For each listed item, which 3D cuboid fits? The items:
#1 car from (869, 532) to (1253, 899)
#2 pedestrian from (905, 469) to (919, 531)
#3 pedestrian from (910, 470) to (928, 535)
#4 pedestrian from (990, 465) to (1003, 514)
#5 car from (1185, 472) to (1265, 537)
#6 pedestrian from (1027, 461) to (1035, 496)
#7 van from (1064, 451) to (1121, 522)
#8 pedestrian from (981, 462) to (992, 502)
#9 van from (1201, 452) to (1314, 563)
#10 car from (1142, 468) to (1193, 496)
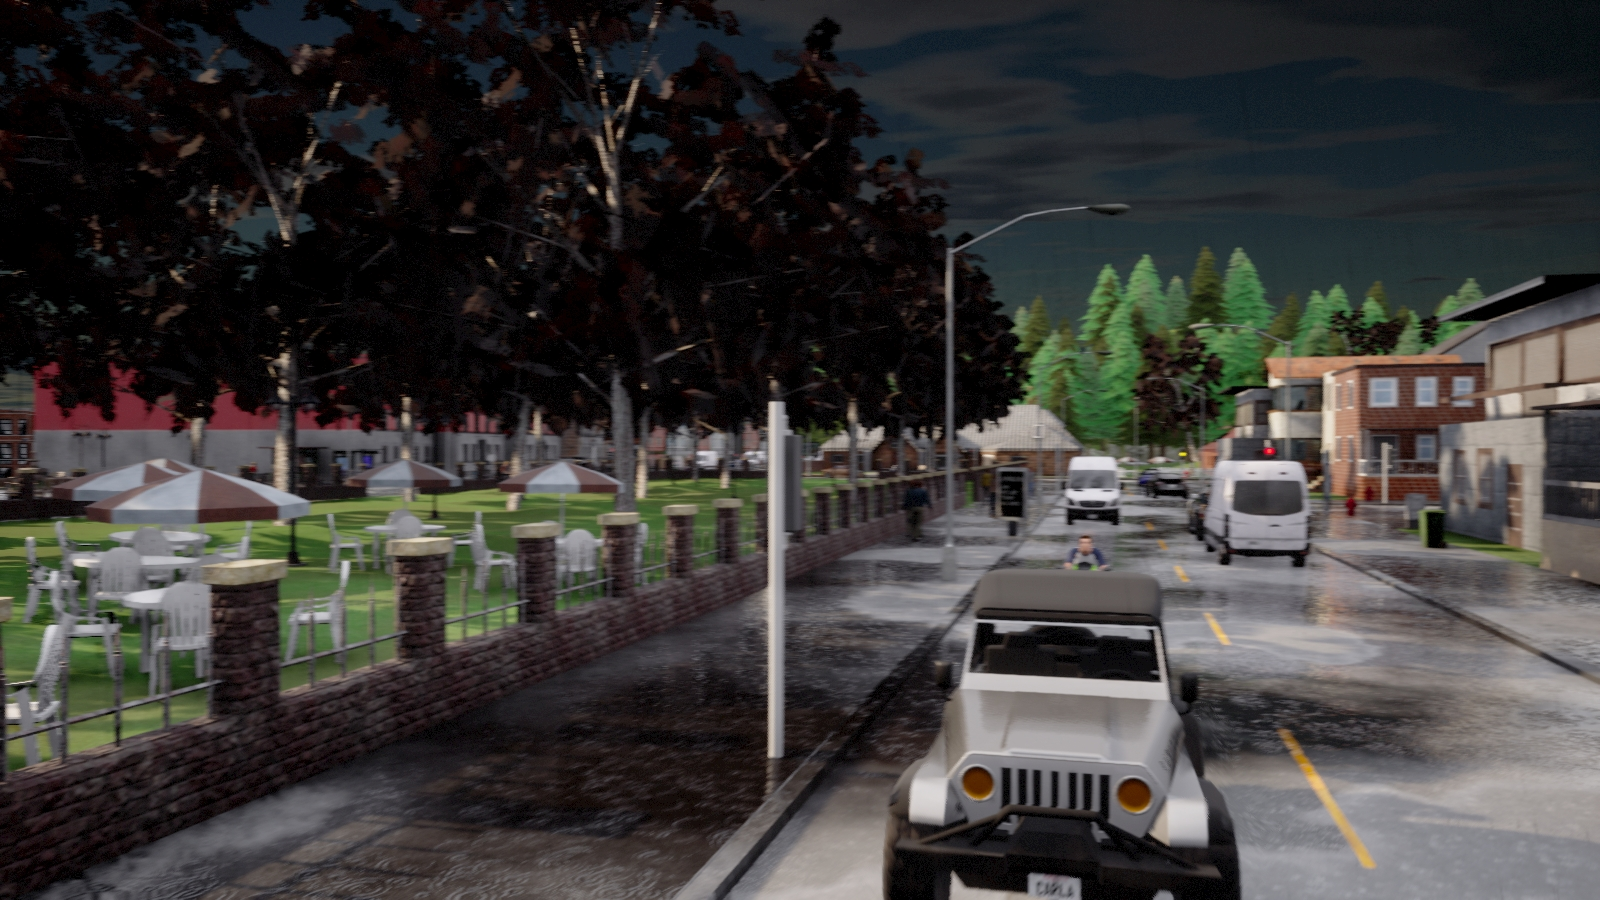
[{"bbox_3d":[1.786,1.639,7.687,1.905,1.878,3.866,0,0,15],"label":"car"},{"bbox_3d":[3.407,1.520,34.780,0.375,1.860,0.375,0,0,17],"label":"pedestrian"},{"bbox_3d":[3.472,1.521,33.326,0.375,1.860,0.375,0,0,29],"label":"pedestrian"},{"bbox_3d":[7.628,1.527,44.421,0.375,1.860,0.375,0,0,32],"label":"pedestrian"},{"bbox_3d":[13.421,1.660,36.311,1.932,1.855,4.605,0,0,15],"label":"car"},{"bbox_3d":[12.540,1.531,62.012,0.375,1.860,0.375,0,0,25],"label":"pedestrian"},{"bbox_3d":[11.366,1.323,44.319,1.988,2.561,5.915,0,0,15],"label":"van"},{"bbox_3d":[8.897,1.526,54.523,0.375,1.860,0.375,0,0,28],"label":"pedestrian"},{"bbox_3d":[11.651,1.329,29.469,1.988,2.561,5.915,0,0,15],"label":"van"},{"bbox_3d":[21.456,1.866,66.865,2.163,1.488,4.792,0,0,9],"label":"car"}]
